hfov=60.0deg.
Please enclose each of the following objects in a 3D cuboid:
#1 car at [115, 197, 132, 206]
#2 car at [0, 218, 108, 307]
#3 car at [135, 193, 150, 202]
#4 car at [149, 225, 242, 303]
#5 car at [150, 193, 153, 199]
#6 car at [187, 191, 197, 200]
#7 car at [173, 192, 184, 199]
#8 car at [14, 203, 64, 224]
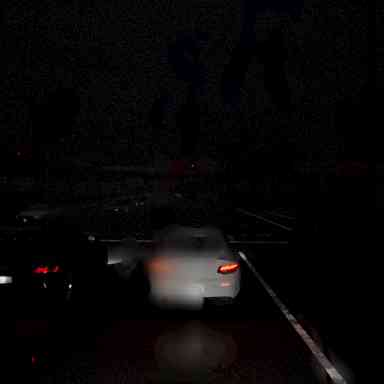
[{"bbox_3d":[-10.603,1.509,51.931,1.895,1.301,4.718,0,1,0],"label":"car"},{"bbox_3d":[-3.423,1.564,8.043,1.994,1.385,4.181,0,0,0],"label":"car"},{"bbox_3d":[-10.535,1.269,68.678,1.994,1.385,4.181,0,1,0],"label":"car"},{"bbox_3d":[0.077,1.526,8.090,1.812,1.442,4.674,0,0,0],"label":"car"},{"bbox_3d":[-10.541,0.979,80.265,1.882,1.535,5.008,0,1,0],"label":"car"},{"bbox_3d":[-0.038,0.816,75.579,2.150,2.045,5.566,0,1,0],"label":"car"},{"bbox_3d":[-3.542,0.996,81.702,1.812,1.442,4.674,0,1,0],"label":"car"},{"bbox_3d":[-10.612,1.526,23.453,1.812,1.442,4.674,0,0,0],"label":"car"}]
